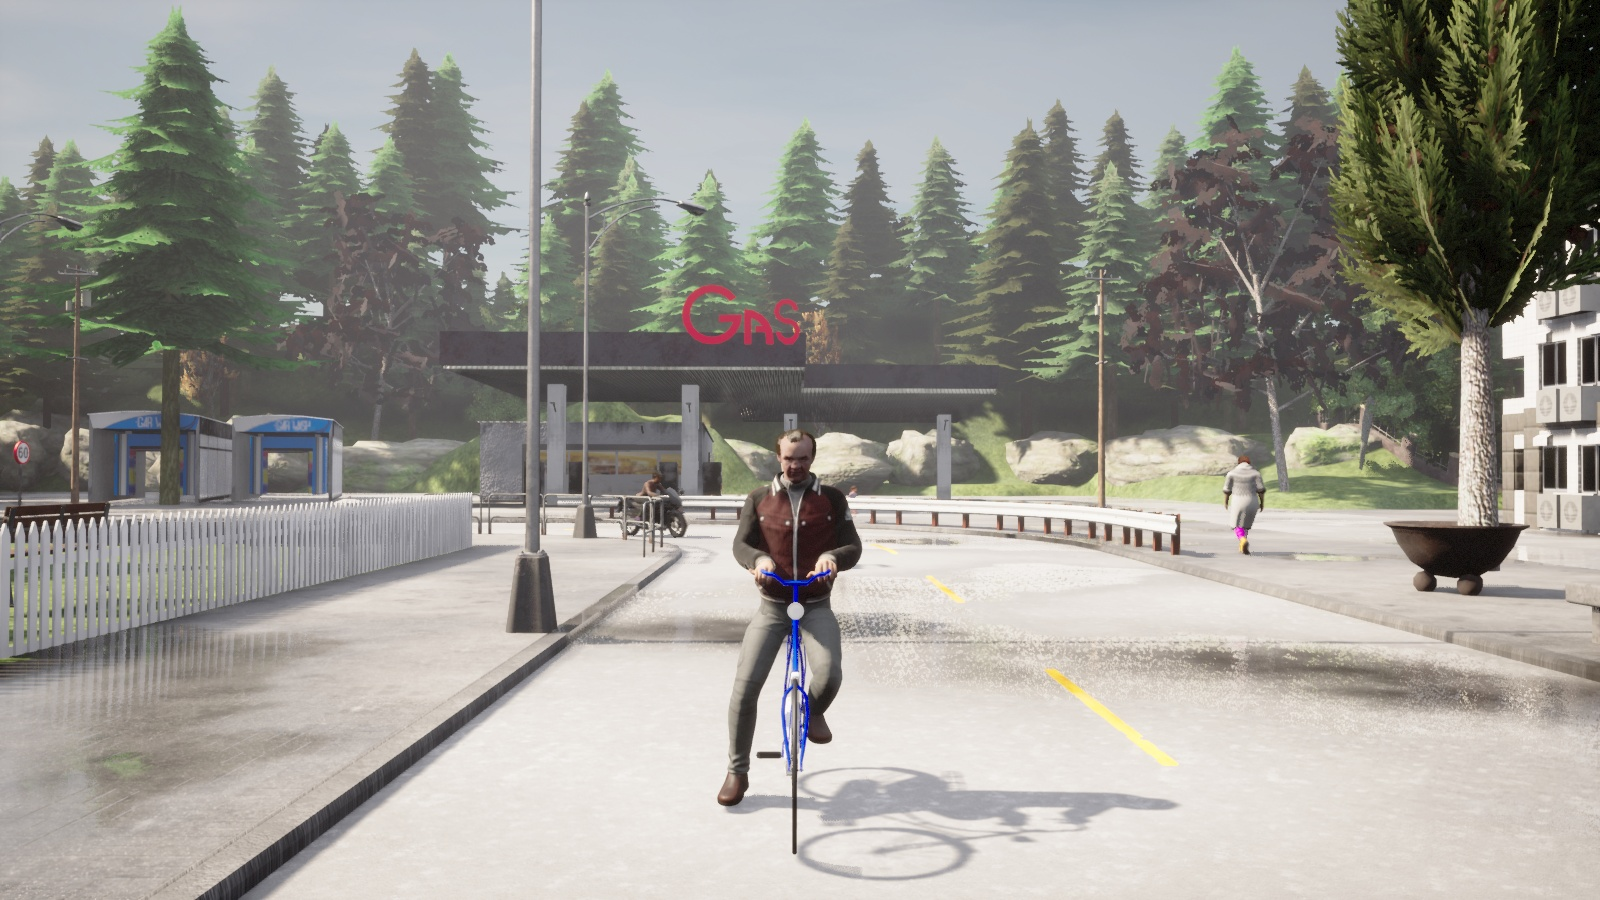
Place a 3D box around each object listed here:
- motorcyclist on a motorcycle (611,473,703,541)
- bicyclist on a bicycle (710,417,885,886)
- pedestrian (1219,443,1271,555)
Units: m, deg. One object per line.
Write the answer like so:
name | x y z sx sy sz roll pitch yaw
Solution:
motorcyclist on a motorcycle | -3.326 1.299 29.101 2.044 1.523 0.797 -1 0 33
bicyclist on a bicycle | -0.014 0.781 5.696 0.659 1.776 1.843 0 -1 0
pedestrian | 7.969 0.869 22.508 0.659 1.952 0.873 0 -1 5
